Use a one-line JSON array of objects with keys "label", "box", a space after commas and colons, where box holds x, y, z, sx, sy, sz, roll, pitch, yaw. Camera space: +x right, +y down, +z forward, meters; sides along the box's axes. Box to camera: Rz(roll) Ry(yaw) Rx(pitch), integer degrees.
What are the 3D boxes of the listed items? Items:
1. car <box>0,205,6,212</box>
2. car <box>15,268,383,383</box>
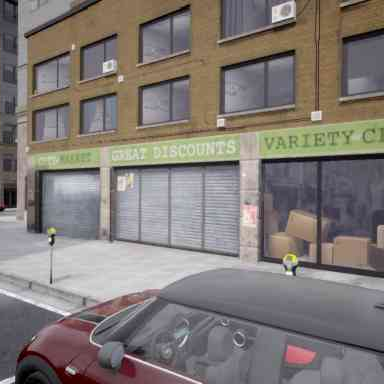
[{"label": "car", "box": [-19.460, 1.457, 29.773, 1.895, 1.301, 4.718, 1, 1, 34]}, {"label": "car", "box": [0.224, 1.440, 2.905, 4.097, 1.590, 1.967, 0, 1, 35]}]
